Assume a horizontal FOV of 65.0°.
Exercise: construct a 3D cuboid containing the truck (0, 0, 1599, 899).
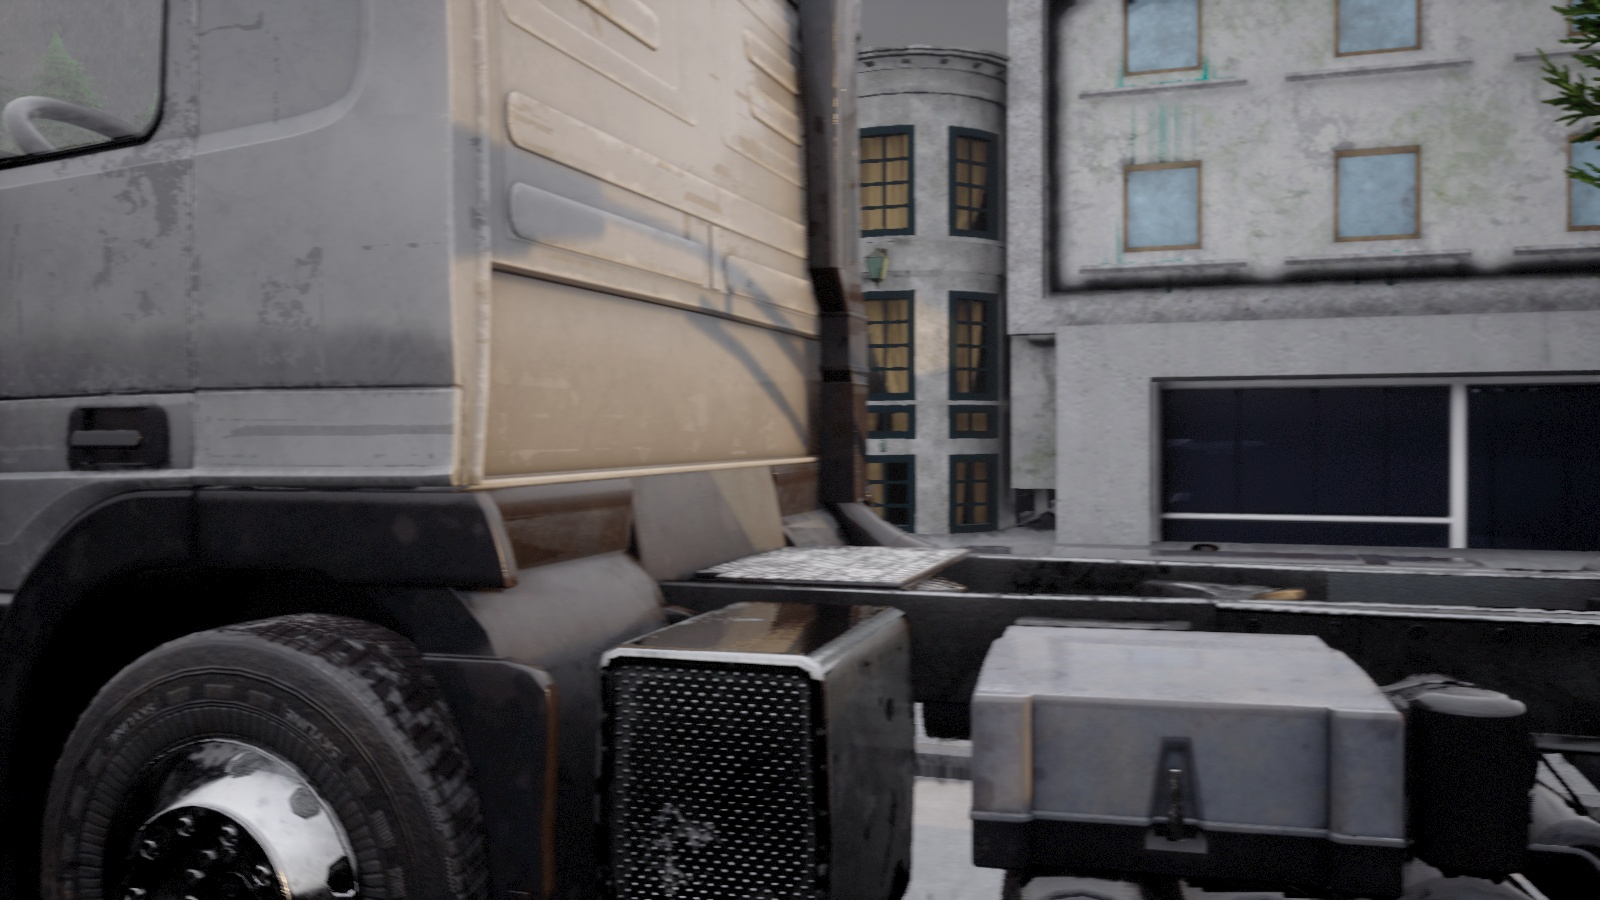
[{"bbox_3d":[1.322,-0.203,3.261,7.936,3.462,2.891,1,1,19],"label":"truck"}]
